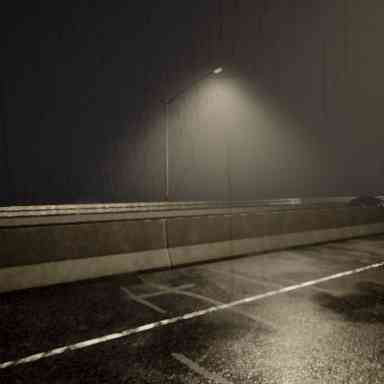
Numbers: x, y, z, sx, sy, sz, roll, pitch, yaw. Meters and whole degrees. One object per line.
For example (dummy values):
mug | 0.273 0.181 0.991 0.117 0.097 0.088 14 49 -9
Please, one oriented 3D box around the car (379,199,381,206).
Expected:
car | 23.406 1.211 37.202 4.892 1.490 1.837 0 0 -34

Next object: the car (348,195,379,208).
car | 20.474 1.191 39.446 5.008 1.535 1.882 0 0 -34
